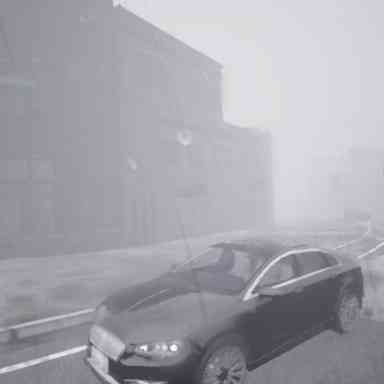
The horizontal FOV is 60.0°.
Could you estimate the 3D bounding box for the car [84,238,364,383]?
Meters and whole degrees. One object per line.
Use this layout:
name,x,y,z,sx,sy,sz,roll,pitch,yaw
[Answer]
car,0.885,1.532,5.119,4.902,1.511,2.128,0,-1,-40

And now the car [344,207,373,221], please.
car,20.933,2.675,42.024,2.097,1.767,4.553,-2,-3,7
